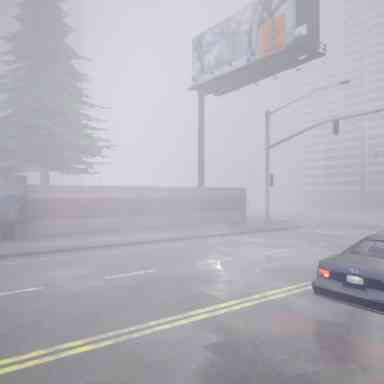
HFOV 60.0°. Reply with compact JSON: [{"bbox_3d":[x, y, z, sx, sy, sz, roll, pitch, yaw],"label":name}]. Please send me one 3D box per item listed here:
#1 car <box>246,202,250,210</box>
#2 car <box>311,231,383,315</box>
[{"bbox_3d":[5.264,1.498,42.894,1.882,1.535,5.008,0,0,-35],"label":"car"},{"bbox_3d":[4.801,1.553,7.192,5.357,1.411,2.033,0,0,-37],"label":"car"}]
